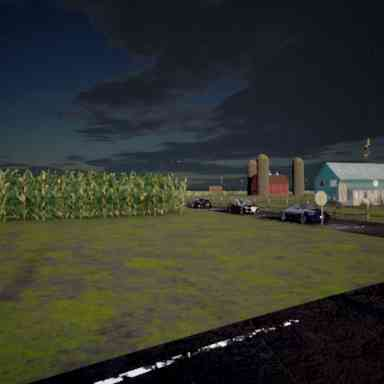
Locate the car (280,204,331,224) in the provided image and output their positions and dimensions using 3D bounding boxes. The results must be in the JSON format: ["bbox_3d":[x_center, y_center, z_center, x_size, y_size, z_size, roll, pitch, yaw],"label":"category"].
[{"bbox_3d":[8.554,1.592,25.355,1.994,1.385,4.181,-1,0,-17],"label":"car"}]

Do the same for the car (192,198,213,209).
[{"bbox_3d":[1.427,1.584,47.519,1.837,1.490,4.892,-1,0,-18],"label":"car"}]

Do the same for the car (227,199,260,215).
[{"bbox_3d":[5.366,1.538,35.242,2.128,1.511,4.902,-1,0,-18],"label":"car"}]
